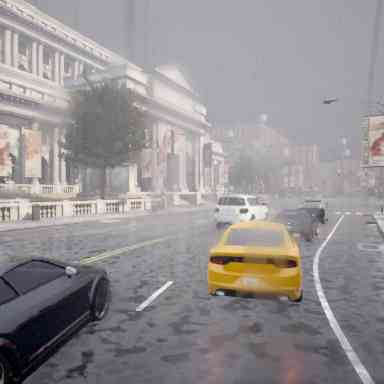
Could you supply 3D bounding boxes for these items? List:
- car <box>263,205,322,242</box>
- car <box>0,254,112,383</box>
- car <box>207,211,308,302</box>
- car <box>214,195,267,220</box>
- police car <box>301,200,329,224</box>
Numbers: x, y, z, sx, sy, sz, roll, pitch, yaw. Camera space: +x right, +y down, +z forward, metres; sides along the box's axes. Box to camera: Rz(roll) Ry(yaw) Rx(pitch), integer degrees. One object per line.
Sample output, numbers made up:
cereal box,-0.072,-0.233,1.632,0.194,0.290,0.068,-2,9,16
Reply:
car,5.162,1.564,16.744,1.994,1.385,4.181,0,0,26
car,-2.703,1.564,4.698,1.994,1.385,4.181,0,0,8
car,1.700,1.478,8.446,1.882,1.535,5.008,0,0,15
car,3.199,1.218,20.726,2.150,2.045,5.566,0,0,26
police car,9.169,1.425,25.099,1.930,1.638,5.238,0,0,27
